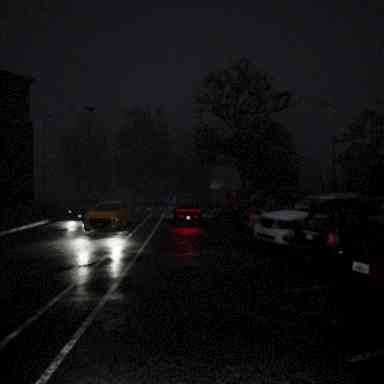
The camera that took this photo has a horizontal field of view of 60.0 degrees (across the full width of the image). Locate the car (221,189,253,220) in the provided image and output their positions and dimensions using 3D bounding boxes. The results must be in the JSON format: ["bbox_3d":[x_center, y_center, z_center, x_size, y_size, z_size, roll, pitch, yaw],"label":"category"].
[{"bbox_3d":[4.951,0.902,21.832,5.566,2.045,2.435,0,2,-22],"label":"car"}]

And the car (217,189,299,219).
[{"bbox_3d":[4.903,0.827,24.833,5.566,2.045,2.435,0,1,-22],"label":"car"}]

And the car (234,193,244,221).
[{"bbox_3d":[5.090,1.102,18.893,4.553,1.767,2.185,0,2,-22],"label":"car"}]

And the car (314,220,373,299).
[{"bbox_3d":[5.313,1.469,7.006,4.792,1.488,2.163,1,0,-21],"label":"car"}]

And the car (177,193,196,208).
[{"bbox_3d":[-0.559,0.865,36.419,1.994,1.385,4.181,0,1,1],"label":"car"}]

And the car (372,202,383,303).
[{"bbox_3d":[5.343,1.215,4.029,5.566,2.045,2.435,1,0,-21],"label":"car"}]

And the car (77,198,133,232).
[{"bbox_3d":[-4.513,1.223,18.501,1.882,1.535,5.008,0,1,-1],"label":"car"}]

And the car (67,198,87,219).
[{"bbox_3d":[-7.457,1.142,24.564,2.033,1.411,5.357,0,1,-1],"label":"car"}]

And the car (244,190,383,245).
[{"bbox_3d":[5.176,1.102,12.920,5.566,2.045,2.435,0,2,-21],"label":"car"}]

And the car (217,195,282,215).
[{"bbox_3d":[4.761,1.004,27.796,4.892,1.521,2.231,0,1,-22],"label":"car"}]

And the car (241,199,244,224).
[{"bbox_3d":[5.306,1.293,15.993,5.366,1.575,1.946,0,1,-22],"label":"car"}]

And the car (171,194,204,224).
[{"bbox_3d":[-0.283,1.170,21.742,1.837,1.490,4.892,0,2,-2],"label":"car"}]

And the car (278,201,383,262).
[{"bbox_3d":[5.222,1.275,9.953,4.553,1.767,2.185,0,1,-21],"label":"car"}]
